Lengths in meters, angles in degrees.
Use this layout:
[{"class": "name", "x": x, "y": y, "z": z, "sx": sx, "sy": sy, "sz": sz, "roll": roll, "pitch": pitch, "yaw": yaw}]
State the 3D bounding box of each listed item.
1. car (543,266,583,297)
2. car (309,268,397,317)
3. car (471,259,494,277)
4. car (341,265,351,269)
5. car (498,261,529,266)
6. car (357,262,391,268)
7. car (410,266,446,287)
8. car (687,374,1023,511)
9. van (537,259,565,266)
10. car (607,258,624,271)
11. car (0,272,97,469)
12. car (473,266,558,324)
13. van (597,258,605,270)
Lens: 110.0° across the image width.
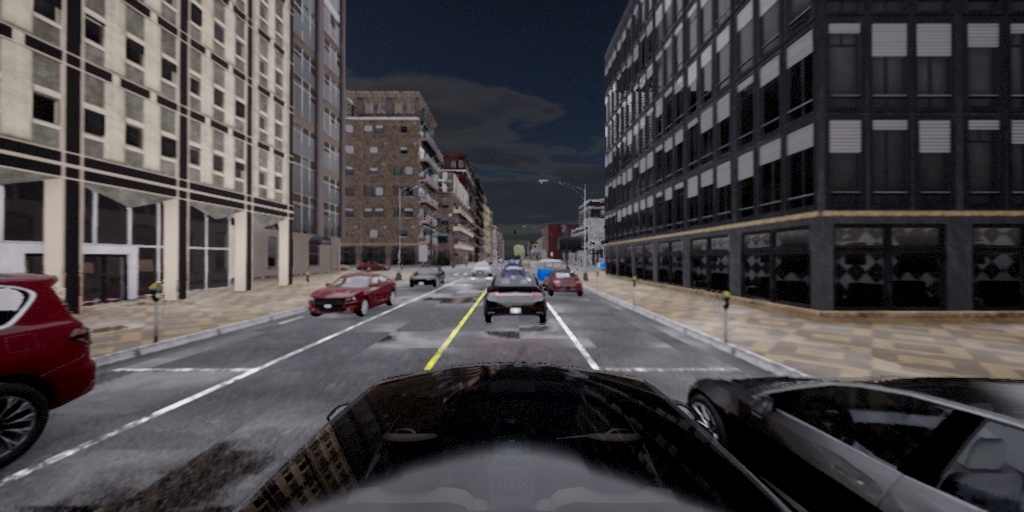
[{"class": "car", "x": 2.653, "y": 1.360, "z": 18.984, "sx": 1.802, "sy": 1.307, "sz": 4.207, "roll": 0, "pitch": 0, "yaw": 0}, {"class": "car", "x": -5.693, "y": 1.313, "z": 13.320, "sx": 1.888, "sy": 1.381, "sz": 4.507, "roll": 0, "pitch": 0, "yaw": 0}, {"class": "car", "x": -3.021, "y": 1.338, "z": 36.679, "sx": 1.812, "sy": 1.442, "sz": 4.674, "roll": 0, "pitch": 0, "yaw": 0}, {"class": "car", "x": -22.969, "y": 1.287, "z": 45.462, "sx": 4.829, "sy": 1.417, "sz": 1.751, "roll": 0, "pitch": 0, "yaw": 0}, {"class": "car", "x": 0.095, "y": 1.319, "z": 27.435, "sx": 1.812, "sy": 1.442, "sz": 4.674, "roll": 0, "pitch": 0, "yaw": 0}, {"class": "car", "x": -17.477, "y": 1.355, "z": 45.476, "sx": 4.207, "sy": 1.307, "sz": 1.802, "roll": 0, "pitch": 0, "yaw": 0}, {"class": "car", "x": -5.695, "y": 1.354, "z": 24.697, "sx": 1.948, "sy": 1.339, "sz": 4.313, "roll": 0, "pitch": 0, "yaw": 0}, {"class": "car", "x": 2.657, "y": 1.316, "z": 1.917, "sx": 1.948, "sy": 1.339, "sz": 4.313, "roll": 0, "pitch": 0, "yaw": 0}, {"class": "van", "x": 2.652, "y": 1.129, "z": 24.673, "sx": 1.690, "sy": 1.789, "sz": 3.998, "roll": 0, "pitch": 0, "yaw": 0}, {"class": "car", "x": 14.910, "y": 1.179, "z": 45.560, "sx": 5.009, "sy": 1.841, "sz": 2.192, "roll": 0, "pitch": 0, "yaw": 0}, {"class": "car", "x": -5.690, "y": 1.065, "z": 1.942, "sx": 2.192, "sy": 1.841, "sz": 5.009, "roll": 0, "pitch": 0, "yaw": 0}, {"class": "car", "x": 0.098, "y": 1.257, "z": 12.028, "sx": 2.128, "sy": 1.511, "sz": 4.902, "roll": 0, "pitch": 0, "yaw": 0}, {"class": "van", "x": 14.886, "y": 1.261, "z": 53.940, "sx": 3.998, "sy": 1.789, "sz": 1.690, "roll": 0, "pitch": 0, "yaw": 0}]
